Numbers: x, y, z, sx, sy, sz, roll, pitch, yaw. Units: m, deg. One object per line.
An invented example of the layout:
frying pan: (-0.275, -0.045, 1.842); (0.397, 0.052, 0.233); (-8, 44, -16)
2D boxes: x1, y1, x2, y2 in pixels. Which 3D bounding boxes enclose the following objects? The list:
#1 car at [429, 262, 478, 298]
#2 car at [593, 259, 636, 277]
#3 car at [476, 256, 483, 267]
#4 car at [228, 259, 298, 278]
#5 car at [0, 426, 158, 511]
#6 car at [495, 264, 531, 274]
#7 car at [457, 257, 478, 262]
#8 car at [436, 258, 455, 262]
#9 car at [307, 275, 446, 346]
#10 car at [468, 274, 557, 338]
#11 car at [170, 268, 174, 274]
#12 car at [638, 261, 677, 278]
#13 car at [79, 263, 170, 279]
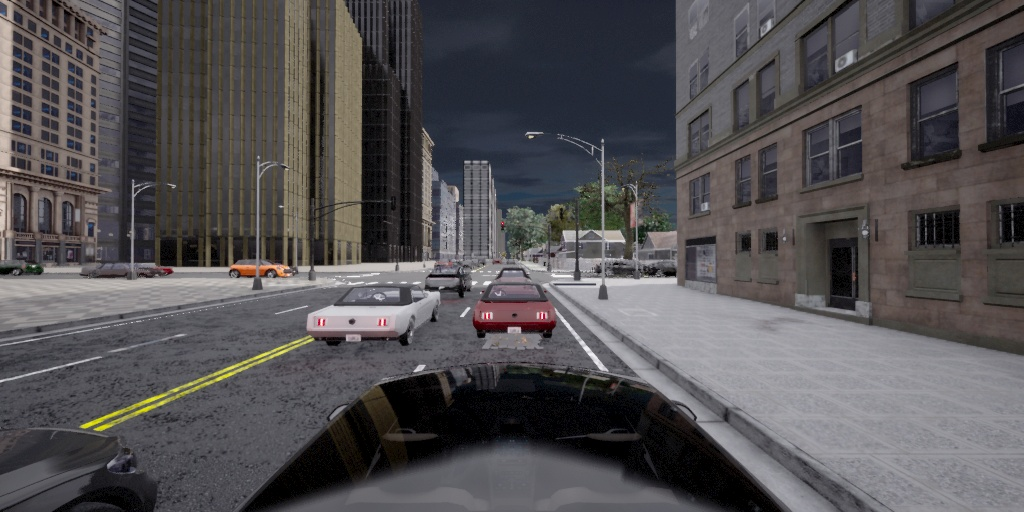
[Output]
car: (-3.198, 1.243, 18.652); (2.128, 1.511, 4.902); (0, 0, 0)
car: (10.500, 1.242, 34.478); (4.892, 1.490, 1.837); (0, -1, 0)
car: (-6.739, 1.258, 64.525); (1.837, 1.490, 4.892); (0, 0, 0)
car: (-21.577, 1.059, 30.949); (4.553, 1.767, 2.097); (0, -1, -2)
car: (-3.142, 1.275, 0.256); (1.812, 1.442, 4.674); (0, 0, 0)
car: (0.049, 1.316, 18.875); (1.994, 1.385, 4.181); (0, 0, 0)
car: (-6.738, 1.258, 54.386); (1.837, 1.490, 4.892); (0, 0, 0)
car: (-9.987, 1.105, 52.560); (2.097, 1.767, 4.553); (0, 0, 0)
car: (-3.176, 1.352, 9.398); (1.895, 1.301, 4.718); (0, 0, 0)
car: (0.058, 1.351, 10.118); (1.895, 1.301, 4.718); (0, 0, 0)
car: (-34.639, 1.340, 33.399); (4.718, 1.301, 1.895); (0, -1, -5)
car: (13.933, 1.182, 31.215); (5.008, 1.535, 1.882); (0, -1, 0)
car: (-32.863, 1.254, 30.291); (5.357, 1.411, 2.033); (0, -1, -4)
